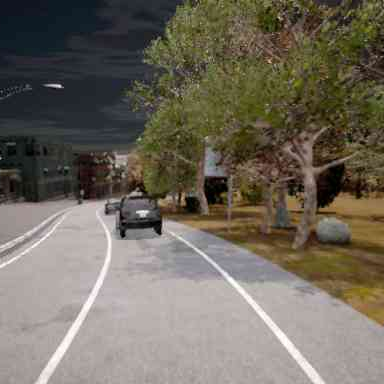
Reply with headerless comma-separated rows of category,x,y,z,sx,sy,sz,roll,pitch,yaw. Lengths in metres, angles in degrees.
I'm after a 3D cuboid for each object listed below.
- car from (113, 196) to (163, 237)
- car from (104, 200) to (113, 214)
car,-3.095,1.239,18.761,2.150,2.045,5.566,-2,0,-15
car,-8.792,1.606,37.388,2.128,1.511,4.902,-2,0,-16
